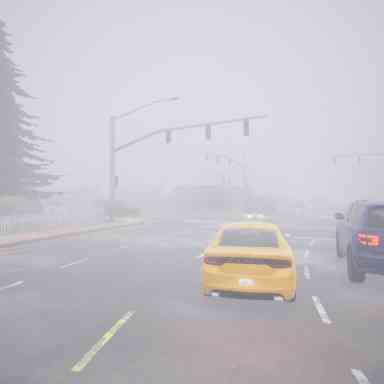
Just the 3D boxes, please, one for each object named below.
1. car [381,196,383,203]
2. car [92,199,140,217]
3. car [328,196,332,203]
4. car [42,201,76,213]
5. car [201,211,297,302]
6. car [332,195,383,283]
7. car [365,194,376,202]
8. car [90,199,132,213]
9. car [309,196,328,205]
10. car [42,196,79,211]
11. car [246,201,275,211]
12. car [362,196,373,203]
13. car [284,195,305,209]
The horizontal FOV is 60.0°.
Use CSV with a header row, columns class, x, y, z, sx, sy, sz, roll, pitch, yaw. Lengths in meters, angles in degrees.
class,x,y,z,sx,sy,sz,roll,pitch,yaw
car,40.524,1.575,69.225,2.033,1.411,5.357,0,0,31
car,-7.236,1.576,32.733,4.892,1.490,1.837,0,0,34
car,28.343,1.559,69.441,1.812,1.442,4.674,0,0,31
car,-15.085,1.598,37.629,4.674,1.442,1.812,0,0,32
car,1.495,1.482,8.439,1.882,1.535,5.008,0,0,12
car,5.459,1.226,9.469,2.150,2.045,5.566,0,0,19
car,42.855,1.396,79.728,2.097,1.767,4.553,0,0,31
car,-9.300,1.578,38.151,4.892,1.490,1.837,0,0,32
car,22.738,1.578,60.383,2.033,1.411,5.357,0,0,32
car,-17.023,1.427,42.964,4.553,1.767,2.097,0,0,32
car,7.281,1.618,35.248,1.994,1.385,4.181,0,0,31
car,37.546,1.536,71.062,1.837,1.490,4.892,0,0,31
car,14.735,1.549,47.416,1.812,1.442,4.674,0,0,32
